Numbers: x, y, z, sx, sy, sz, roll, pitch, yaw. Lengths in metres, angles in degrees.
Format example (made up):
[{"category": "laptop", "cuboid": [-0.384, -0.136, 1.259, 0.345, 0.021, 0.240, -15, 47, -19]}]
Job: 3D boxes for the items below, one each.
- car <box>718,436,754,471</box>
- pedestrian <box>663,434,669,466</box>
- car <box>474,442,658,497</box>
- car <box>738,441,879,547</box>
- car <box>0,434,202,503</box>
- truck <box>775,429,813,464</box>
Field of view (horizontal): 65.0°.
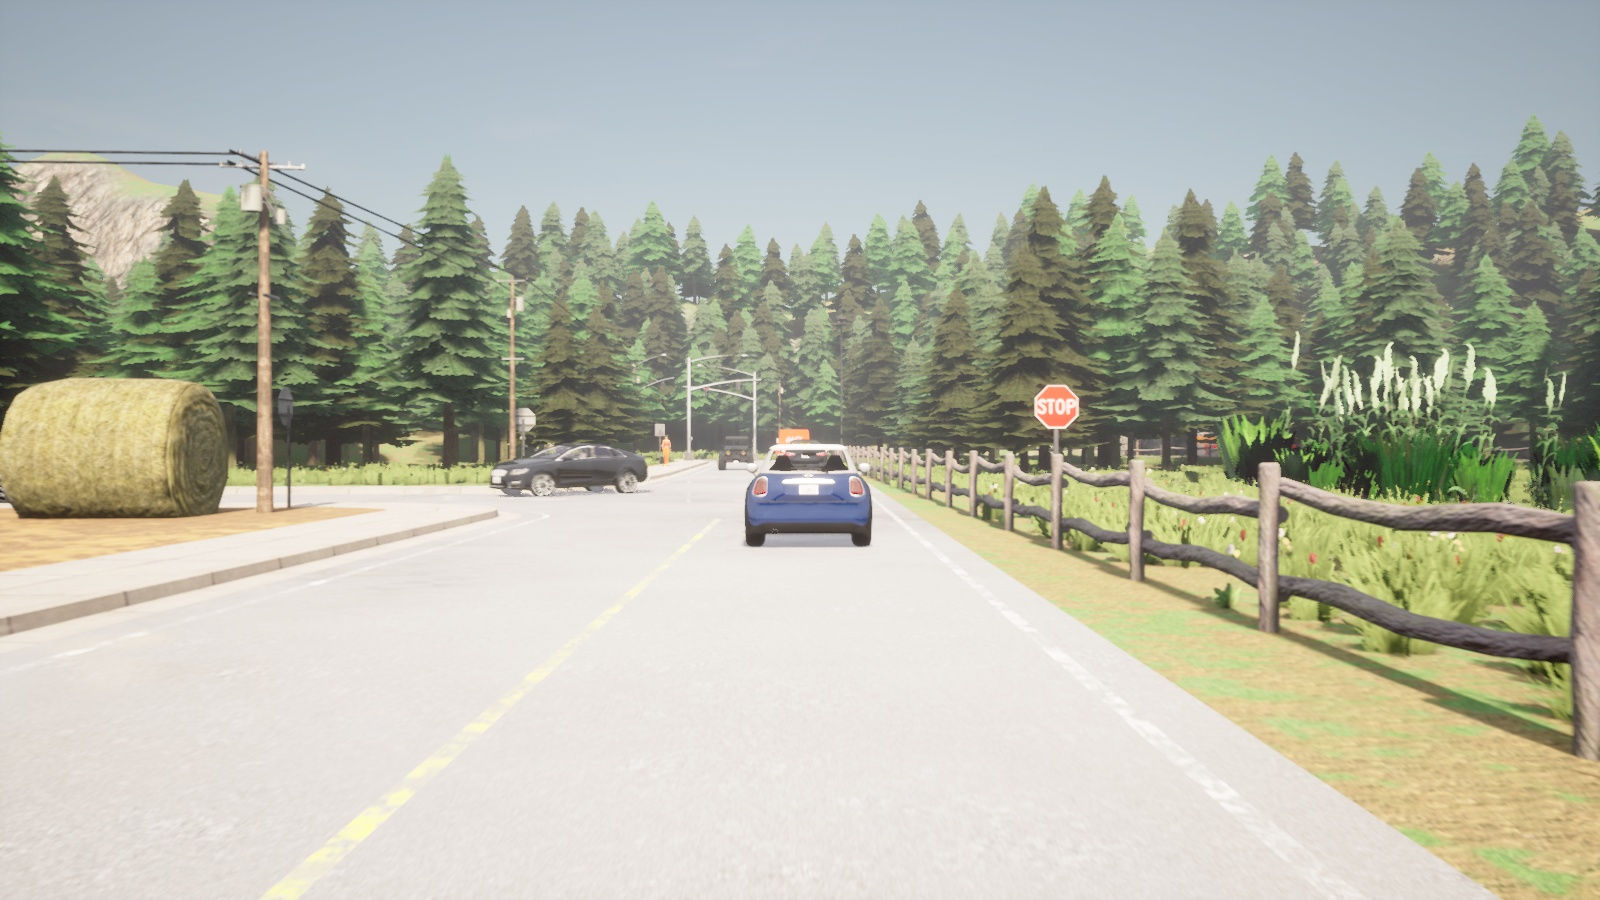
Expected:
[{"category": "car", "cuboid": [-3.485, 0.160, 68.879, 1.905, 1.878, 3.866, 0, 0, -1]}, {"category": "pedestrian", "cuboid": [-7.732, 0.002, 72.552, 0.345, 1.836, 0.594, 0, 0, -4]}, {"category": "car", "cuboid": [-6.782, 0.517, 36.712, 4.902, 1.511, 2.128, -1, 1, -43]}, {"category": "car", "cuboid": [0.125, 0.602, 19.464, 1.970, 1.475, 3.806, 0, 0, 0]}, {"category": "car", "cuboid": [-17.871, 0.433, 31.567, 4.611, 1.667, 2.242, 0, 0, -2]}, {"category": "truck", "cuboid": [-0.471, -0.245, 90.460, 2.627, 2.467, 5.204, 0, 0, -2]}]
